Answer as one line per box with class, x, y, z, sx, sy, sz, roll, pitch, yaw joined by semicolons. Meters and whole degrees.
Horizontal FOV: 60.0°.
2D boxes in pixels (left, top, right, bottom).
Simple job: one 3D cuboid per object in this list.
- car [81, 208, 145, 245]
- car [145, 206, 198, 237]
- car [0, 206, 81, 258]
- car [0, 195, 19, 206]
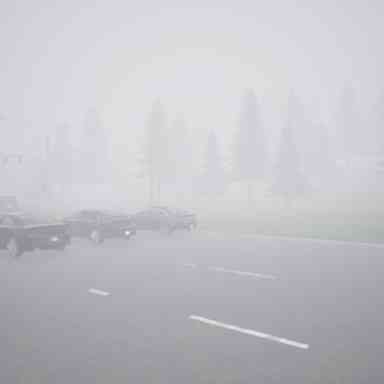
car;-4.788;1.546;15.966;4.892;1.490;1.837;0;0;36
car;-1.984;1.529;18.264;4.902;1.511;2.128;0;0;36
car;-6.841;1.520;13.132;5.008;1.535;1.882;0;0;36
car;-17.361;1.322;29.218;5.566;2.045;2.150;0;0;35
